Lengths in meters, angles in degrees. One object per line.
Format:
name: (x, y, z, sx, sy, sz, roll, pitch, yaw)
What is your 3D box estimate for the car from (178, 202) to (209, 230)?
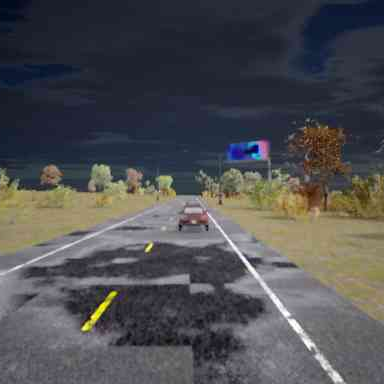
car: (0.099, 1.577, 21.538, 1.812, 1.442, 4.674, 0, 0, 0)

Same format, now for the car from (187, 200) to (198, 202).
car: (0.097, 1.648, 40.166, 2.033, 1.411, 5.357, 0, 0, 0)
